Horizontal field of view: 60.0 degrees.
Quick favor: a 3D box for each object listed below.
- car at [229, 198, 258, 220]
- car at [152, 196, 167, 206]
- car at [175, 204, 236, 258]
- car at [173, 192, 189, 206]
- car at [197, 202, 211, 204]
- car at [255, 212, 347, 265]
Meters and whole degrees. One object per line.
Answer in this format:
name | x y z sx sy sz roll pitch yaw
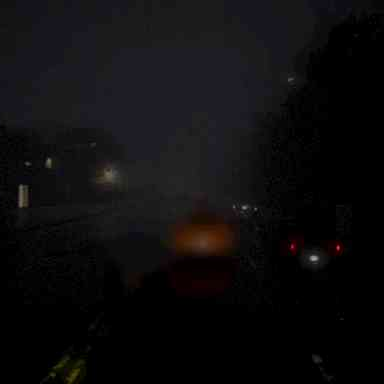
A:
car | 4.245 1.356 27.995 2.097 1.767 4.553 1 0 2
car | -4.852 1.320 50.564 1.812 1.442 4.674 1 0 2
car | 0.449 1.454 12.834 1.882 1.535 5.008 1 0 2
car | -1.615 1.072 50.057 2.150 2.045 5.566 1 0 2
car | 1.033 1.511 29.001 1.994 1.385 4.181 1 0 2
car | 3.661 1.634 11.912 1.895 1.301 4.718 1 0 2
